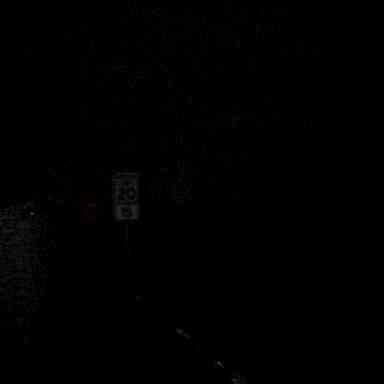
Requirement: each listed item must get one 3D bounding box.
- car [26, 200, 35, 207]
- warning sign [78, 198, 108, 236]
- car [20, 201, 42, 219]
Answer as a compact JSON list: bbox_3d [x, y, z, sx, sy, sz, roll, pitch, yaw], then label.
[{"bbox_3d":[-38.501,2.694,79.352,1.801,1.575,5.366,-2,0,-27],"label":"car"},{"bbox_3d":[-5.230,1.263,17.538,1.300,1.860,1.060,-1,0,-27],"label":"warning sign"},{"bbox_3d":[-17.165,2.014,35.623,1.812,1.442,4.674,-2,0,-26],"label":"car"}]
